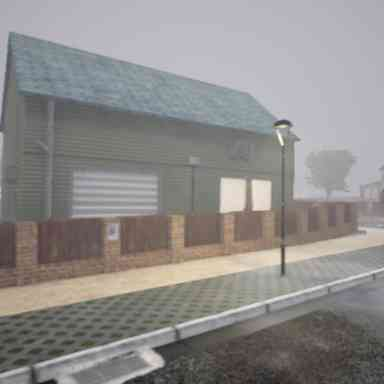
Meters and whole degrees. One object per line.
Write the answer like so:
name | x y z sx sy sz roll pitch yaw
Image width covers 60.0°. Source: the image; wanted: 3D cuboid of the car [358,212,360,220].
car | 10.214 1.630 25.439 1.895 1.301 4.718 2 -1 -34

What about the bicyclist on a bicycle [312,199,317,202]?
bicyclist on a bicycle | 12.164 1.499 33.089 1.656 1.620 0.582 1 -1 -34
